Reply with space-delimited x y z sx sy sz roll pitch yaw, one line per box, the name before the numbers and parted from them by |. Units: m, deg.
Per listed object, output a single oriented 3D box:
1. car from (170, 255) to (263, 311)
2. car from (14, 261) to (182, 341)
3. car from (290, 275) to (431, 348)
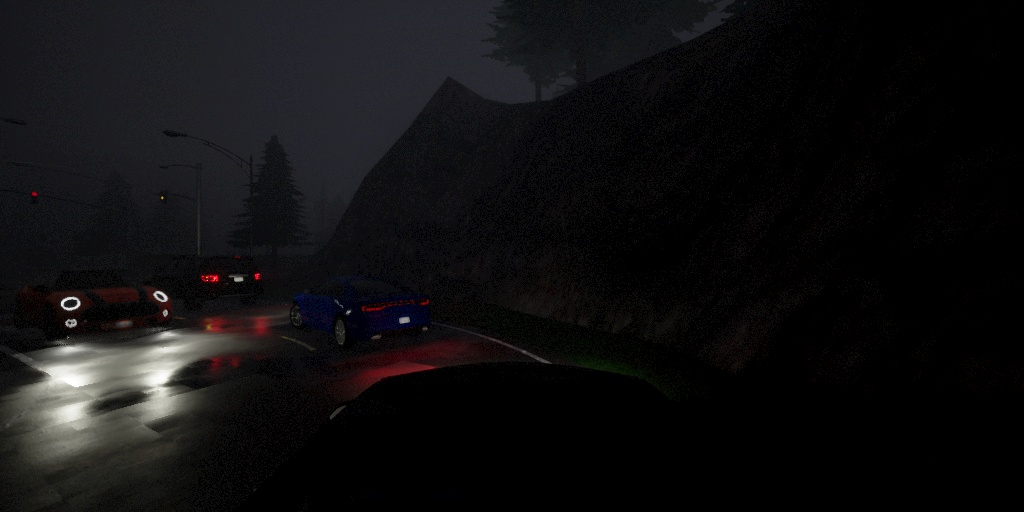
car | -12.624 0.971 14.645 5.566 2.045 2.150 0 0 27
car | -11.586 1.102 9.937 4.553 1.767 2.097 0 0 28
car | -4.114 1.228 9.401 5.008 1.535 1.882 0 0 43
